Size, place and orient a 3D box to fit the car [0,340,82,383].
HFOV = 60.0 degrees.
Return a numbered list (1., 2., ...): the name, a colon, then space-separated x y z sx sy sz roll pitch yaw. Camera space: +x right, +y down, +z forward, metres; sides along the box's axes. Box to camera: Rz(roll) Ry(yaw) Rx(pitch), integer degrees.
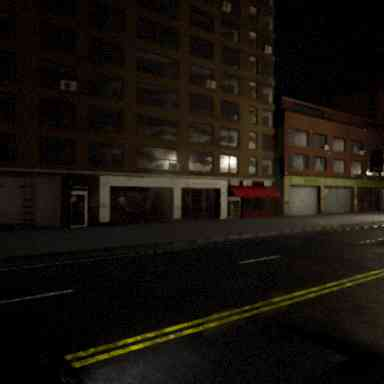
1. car: -2.890 1.500 1.379 4.892 1.490 1.837 1 0 -36
